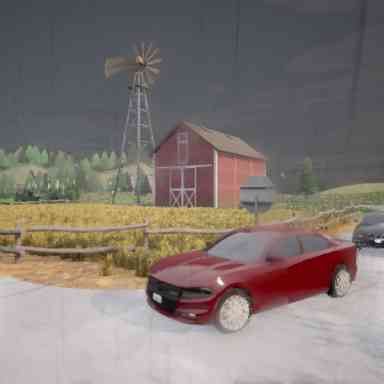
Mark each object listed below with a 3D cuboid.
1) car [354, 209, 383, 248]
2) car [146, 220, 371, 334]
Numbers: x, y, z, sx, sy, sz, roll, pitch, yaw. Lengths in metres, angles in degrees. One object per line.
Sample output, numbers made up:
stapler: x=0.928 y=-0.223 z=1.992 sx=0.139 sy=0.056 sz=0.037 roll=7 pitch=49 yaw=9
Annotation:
car: x=8.000 y=1.506 z=13.813 sx=1.837 sy=1.490 sz=4.892 roll=0 pitch=0 yaw=35
car: x=1.464 y=1.477 z=6.930 sx=5.008 sy=1.535 sz=1.882 roll=0 pitch=0 yaw=-36
